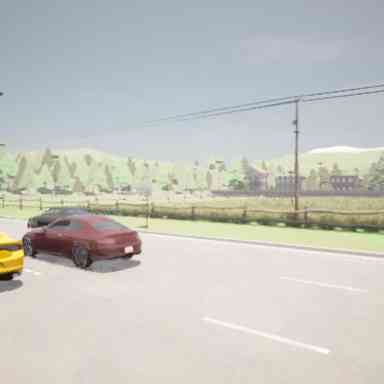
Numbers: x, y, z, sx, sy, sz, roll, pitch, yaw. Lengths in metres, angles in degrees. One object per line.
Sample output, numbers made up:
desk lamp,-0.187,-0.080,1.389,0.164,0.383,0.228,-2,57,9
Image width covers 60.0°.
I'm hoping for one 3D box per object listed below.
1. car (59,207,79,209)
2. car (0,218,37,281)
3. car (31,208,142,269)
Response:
car,-6.748,1.481,17.401,4.181,1.385,1.994,0,0,35
car,-6.264,1.424,8.460,5.008,1.535,1.882,1,0,35
car,-3.692,1.476,10.920,4.674,1.442,1.812,0,0,35
